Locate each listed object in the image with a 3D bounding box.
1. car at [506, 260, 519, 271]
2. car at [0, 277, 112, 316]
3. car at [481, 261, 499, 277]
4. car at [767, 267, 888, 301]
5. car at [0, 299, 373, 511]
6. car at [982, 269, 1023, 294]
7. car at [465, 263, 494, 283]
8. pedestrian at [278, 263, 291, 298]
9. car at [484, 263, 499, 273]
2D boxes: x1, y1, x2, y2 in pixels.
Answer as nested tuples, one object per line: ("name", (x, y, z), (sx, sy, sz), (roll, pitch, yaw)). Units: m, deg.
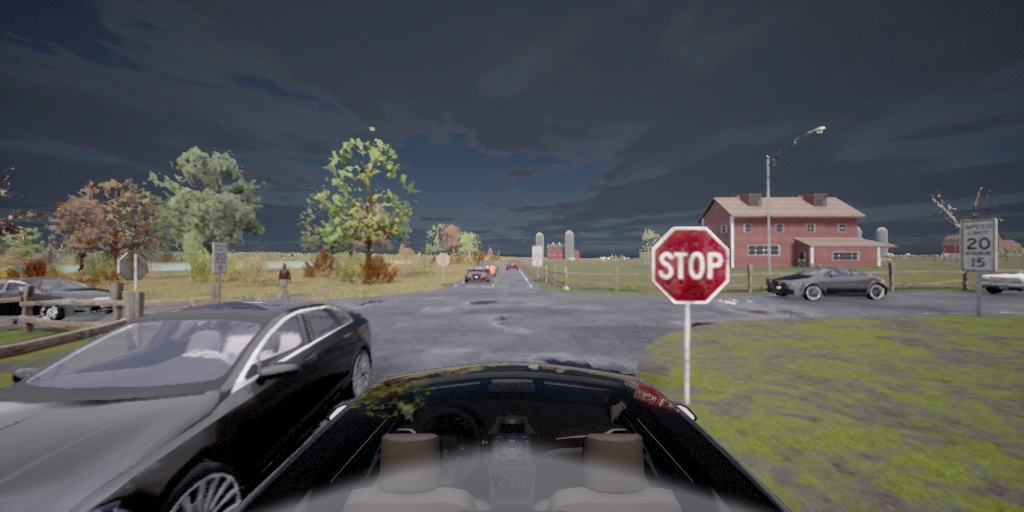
("car", (0.071, 1.529, 60.950), (2.097, 1.767, 4.553), (0, 0, 0))
("car", (-17.335, 1.555, 13.207), (4.902, 1.511, 2.128), (-1, 0, 1))
("car", (-2.857, 1.381, 40.554), (2.097, 1.767, 4.553), (0, 0, 0))
("car", (13.849, 1.186, 15.908), (4.181, 1.385, 1.994), (-1, 0, 1))
("car", (-2.886, 1.254, 3.568), (2.128, 1.511, 4.902), (0, 0, -5))
("car", (23.918, 1.074, 15.839), (4.718, 1.301, 1.895), (-1, 0, 0))
("car", (-2.855, 1.523, 30.796), (1.994, 1.385, 4.181), (0, 0, 0))
("pedestrian", (-12.167, 1.290, 19.123), (0.375, 1.860, 0.375), (0, 1, 0))
("car", (-2.860, 1.702, 50.445), (1.895, 1.301, 4.718), (0, 0, 0))
